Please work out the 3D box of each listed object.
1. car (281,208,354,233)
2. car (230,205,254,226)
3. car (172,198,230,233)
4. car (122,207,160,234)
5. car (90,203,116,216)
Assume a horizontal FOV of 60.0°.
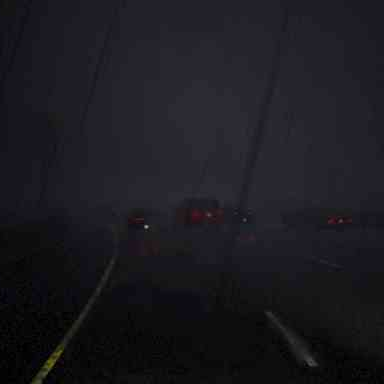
[{"bbox_3d":[7.701,1.705,21.002,2.033,1.411,5.357,0,-1,-14],"label":"car"},{"bbox_3d":[2.876,1.709,24.909,2.128,1.511,4.902,0,-1,-17],"label":"car"},{"bbox_3d":[0.245,1.423,21.629,2.150,2.045,5.566,0,0,-16],"label":"car"},{"bbox_3d":[-3.213,1.716,20.918,1.837,1.490,4.892,0,-1,-16],"label":"car"},{"bbox_3d":[-10.100,1.948,37.697,2.033,1.411,5.357,0,-1,-29],"label":"car"}]
